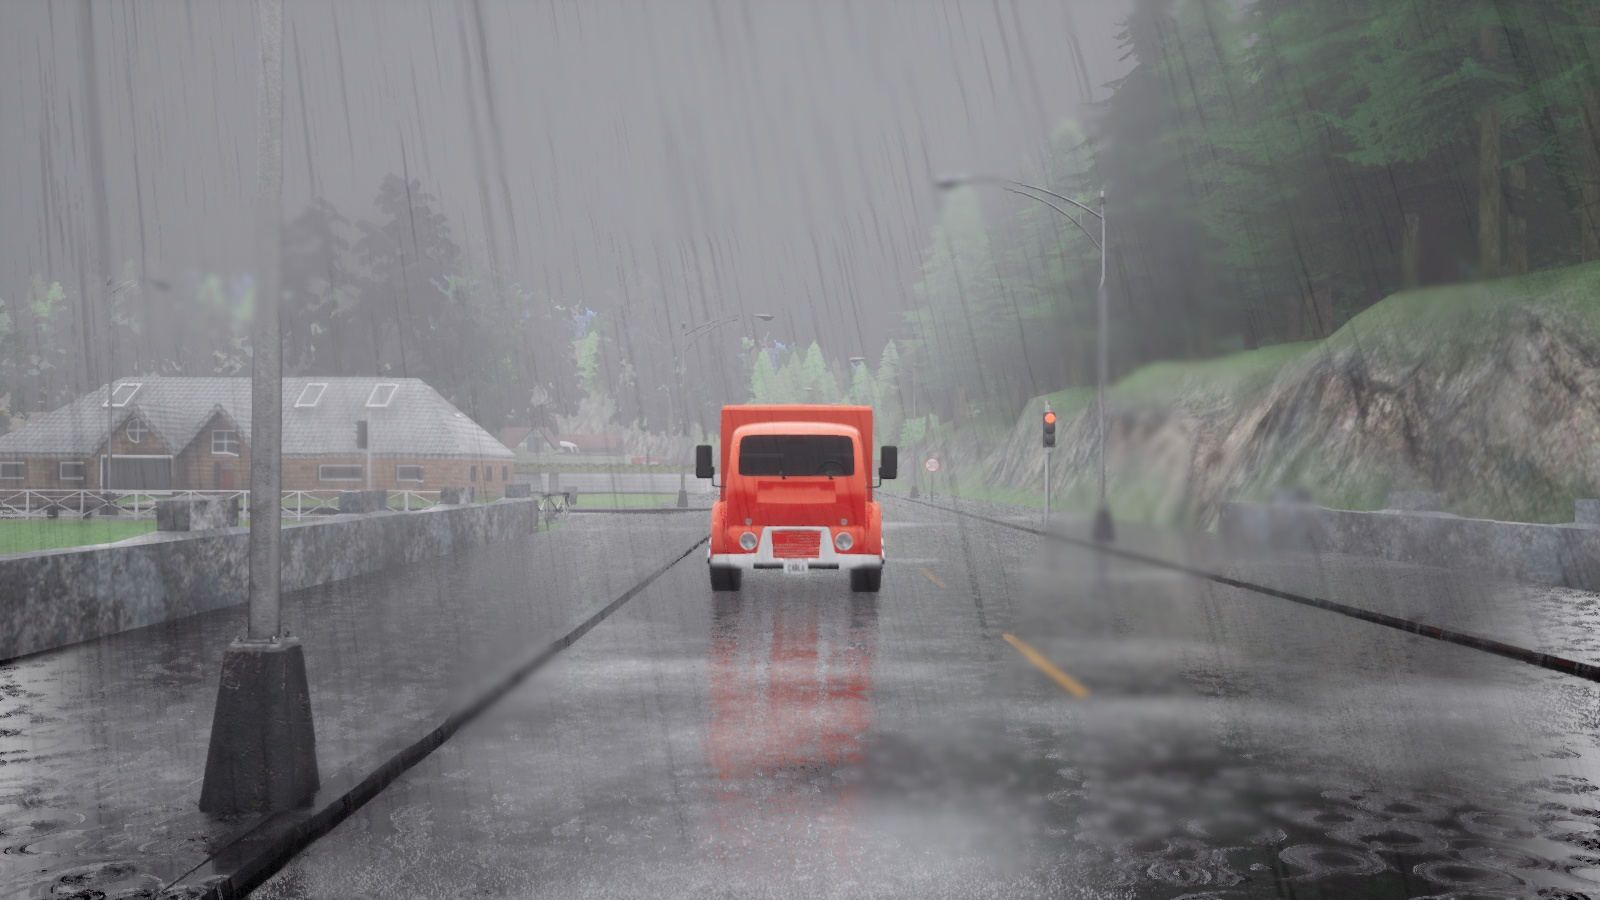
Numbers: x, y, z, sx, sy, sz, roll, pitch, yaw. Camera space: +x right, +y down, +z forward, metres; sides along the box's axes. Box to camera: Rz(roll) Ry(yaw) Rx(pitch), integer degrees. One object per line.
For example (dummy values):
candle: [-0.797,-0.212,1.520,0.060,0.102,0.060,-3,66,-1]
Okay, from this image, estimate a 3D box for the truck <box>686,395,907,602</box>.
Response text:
truck: [-0.046,0.623,17.618,2.627,2.467,5.204,0,-1,0]
